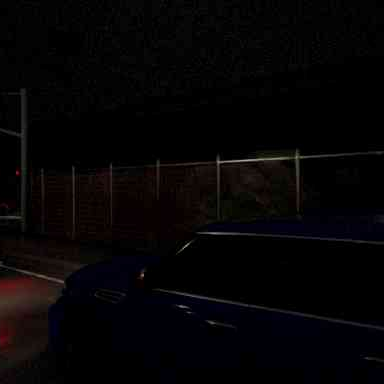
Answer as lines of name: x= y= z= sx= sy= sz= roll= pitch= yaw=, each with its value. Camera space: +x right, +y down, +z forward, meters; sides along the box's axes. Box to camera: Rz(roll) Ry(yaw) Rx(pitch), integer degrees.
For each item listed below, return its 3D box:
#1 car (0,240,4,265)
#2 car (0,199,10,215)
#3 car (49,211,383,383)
car: x=-7.110 y=1.491 z=9.063 sx=4.902 sy=1.511 sz=2.128 roll=0 pitch=0 yaw=33
car: x=-20.206 y=1.404 z=31.929 sx=2.097 sy=1.767 sz=4.553 roll=0 pitch=0 yaw=37
car: x=0.904 y=1.221 z=3.346 sx=5.566 sy=2.045 sz=2.150 roll=0 pitch=0 yaw=35
